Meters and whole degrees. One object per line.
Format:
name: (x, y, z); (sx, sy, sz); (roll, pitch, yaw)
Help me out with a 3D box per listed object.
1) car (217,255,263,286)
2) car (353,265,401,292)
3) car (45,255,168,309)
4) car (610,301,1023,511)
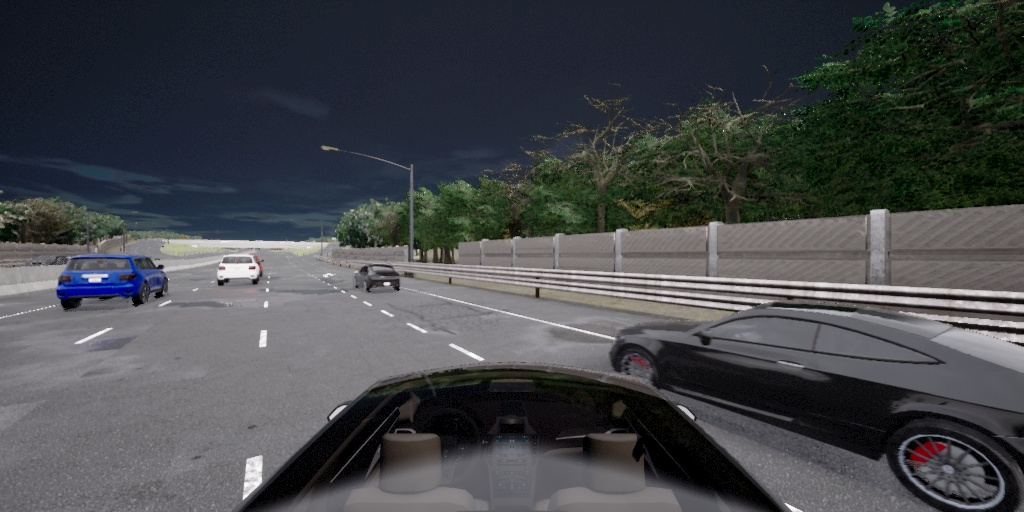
car: (-19.312, 0.949, 25.484); (2.150, 2.045, 5.566); (0, 0, -34)
car: (-8.094, 1.243, 21.327); (1.837, 1.490, 4.892); (0, 0, -34)
car: (-16.672, 0.961, 15.267); (2.150, 2.045, 5.566); (0, 0, -34)
car: (3.380, 1.276, 4.332); (1.812, 1.442, 4.674); (0, 0, -34)
